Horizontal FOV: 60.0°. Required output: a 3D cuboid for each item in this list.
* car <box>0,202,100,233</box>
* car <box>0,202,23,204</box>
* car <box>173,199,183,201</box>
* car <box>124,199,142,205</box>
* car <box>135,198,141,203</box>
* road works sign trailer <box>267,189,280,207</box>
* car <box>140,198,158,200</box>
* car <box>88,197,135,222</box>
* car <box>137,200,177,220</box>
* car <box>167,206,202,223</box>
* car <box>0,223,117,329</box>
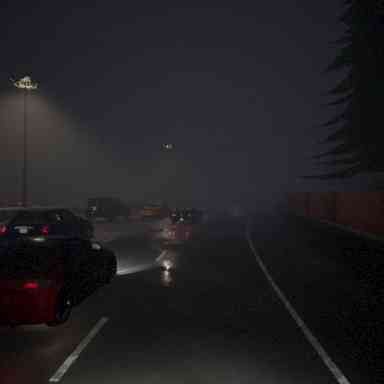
[{"bbox_3d":[-5.990,1.480,14.366,2.097,1.767,4.553,0,-1,6],"label":"car"},{"bbox_3d":[-17.366,1.765,33.174,1.882,1.535,5.008,0,-1,12],"label":"car"},{"bbox_3d":[-3.410,2.241,72.857,2.033,1.411,5.357,0,-1,26],"label":"car"},{"bbox_3d":[-13.403,2.267,76.360,1.994,1.385,4.181,0,-1,26],"label":"car"},{"bbox_3d":[-11.461,2.183,72.317,1.837,1.490,4.892,0,-1,24],"label":"car"},{"bbox_3d":[16.084,1.137,65.096,2.380,3.560,2.880,0,-1,29],"label":"road works sign trailer"},{"bbox_3d":[-8.375,2.173,70.645,1.837,1.490,4.892,0,-1,24],"label":"car"},{"bbox_3d":[-7.290,1.492,29.220,2.150,2.045,5.566,0,-1,11],"label":"car"},{"bbox_3d":[-3.226,1.779,31.442,1.882,1.535,5.008,0,-1,12],"label":"car"},{"bbox_3d":[-0.362,1.877,28.204,1.895,1.301,4.718,0,-1,11],"label":"car"},{"bbox_3d":[-3.072,1.629,7.238,1.994,1.385,4.181,0,-1,3],"label":"car"}]
